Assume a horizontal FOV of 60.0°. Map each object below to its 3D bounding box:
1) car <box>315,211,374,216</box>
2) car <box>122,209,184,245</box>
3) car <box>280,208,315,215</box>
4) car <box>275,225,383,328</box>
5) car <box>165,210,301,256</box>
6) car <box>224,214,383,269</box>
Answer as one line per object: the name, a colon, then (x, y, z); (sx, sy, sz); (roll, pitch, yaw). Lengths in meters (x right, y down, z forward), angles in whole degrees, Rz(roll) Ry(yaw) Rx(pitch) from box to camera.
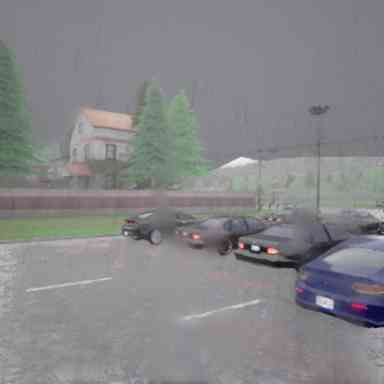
car: (9.317, 1.757, 19.000); (4.181, 1.385, 1.994); (1, 0, -35)
car: (-0.912, 1.593, 16.003); (4.892, 1.490, 1.837); (1, 0, -36)
car: (6.809, 1.734, 21.505); (5.357, 1.411, 2.033); (1, 0, -35)
car: (3.981, 1.598, 6.584); (4.674, 1.442, 1.812); (1, 0, -35)
car: (1.821, 1.644, 13.646); (5.357, 1.411, 2.033); (1, 0, -36)
car: (3.824, 1.644, 10.774); (5.357, 1.411, 2.033); (1, 0, -35)
